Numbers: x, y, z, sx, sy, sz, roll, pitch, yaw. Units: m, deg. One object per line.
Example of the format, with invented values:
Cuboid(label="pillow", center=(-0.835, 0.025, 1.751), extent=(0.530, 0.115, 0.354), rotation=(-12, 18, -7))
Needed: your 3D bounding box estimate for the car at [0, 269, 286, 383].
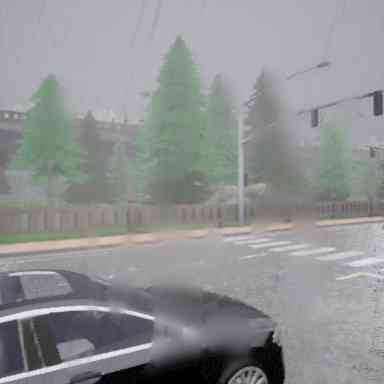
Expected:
Cuboid(label="car", center=(-1.235, 1.490, 2.924), extent=(4.902, 1.511, 2.128), rotation=(0, 0, -35))
